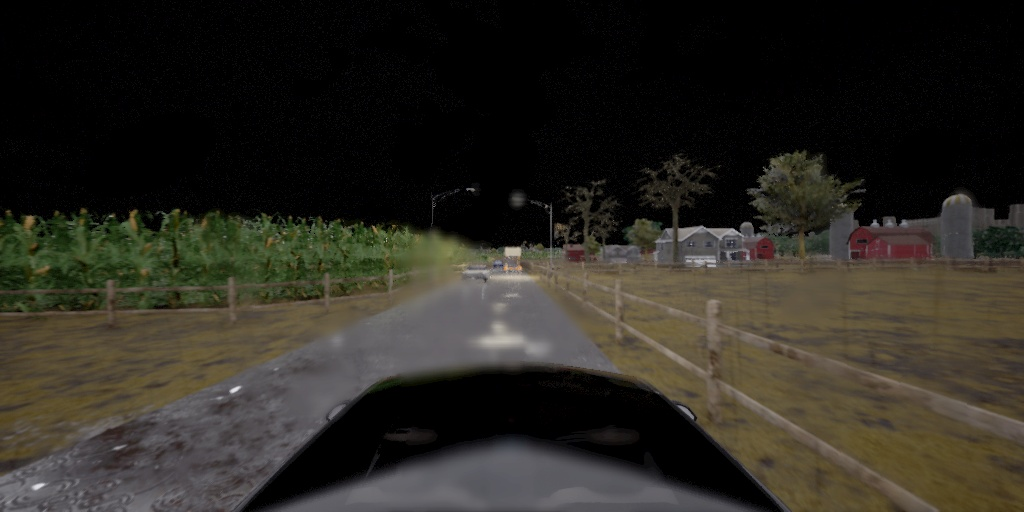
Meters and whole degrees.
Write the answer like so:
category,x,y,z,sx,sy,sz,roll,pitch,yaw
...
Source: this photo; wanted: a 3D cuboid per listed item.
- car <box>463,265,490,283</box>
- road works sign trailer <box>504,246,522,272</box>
category,x,y,z,sx,sy,sz,roll,pitch,yaw
car,-2.846,1.422,29.262,1.895,1.301,4.718,0,0,0
road works sign trailer,0.124,0.449,50.685,2.380,3.560,2.880,0,0,-5
